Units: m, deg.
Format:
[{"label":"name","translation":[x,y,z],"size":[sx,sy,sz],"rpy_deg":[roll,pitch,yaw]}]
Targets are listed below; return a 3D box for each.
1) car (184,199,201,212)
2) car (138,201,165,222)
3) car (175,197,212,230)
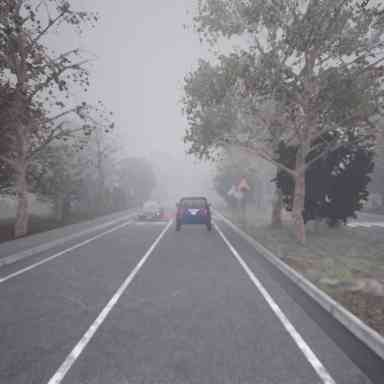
[{"label":"car","translation":[0.128,1.658,42.411],"size":[2.033,1.411,5.357],"rpy_deg":[0,0,1]},{"label":"car","translation":[-3.338,1.513,28.059],"size":[1.812,1.442,4.674],"rpy_deg":[1,5,0]},{"label":"car","translation":[0.092,1.307,21.718],"size":[2.150,2.045,5.566],"rpy_deg":[0,0,0]}]
